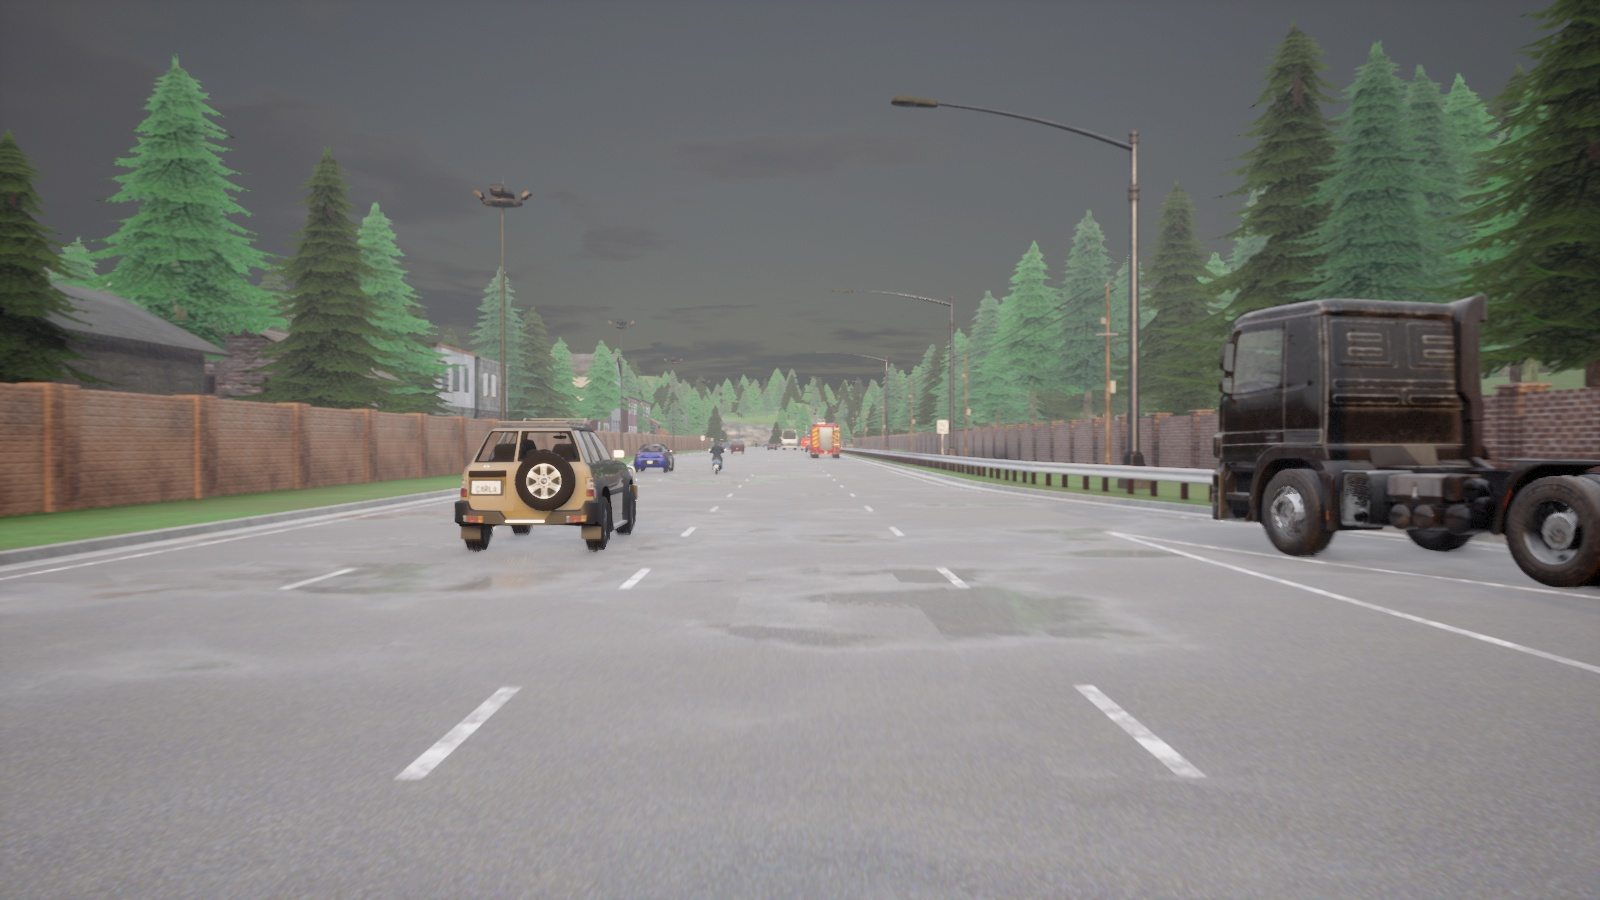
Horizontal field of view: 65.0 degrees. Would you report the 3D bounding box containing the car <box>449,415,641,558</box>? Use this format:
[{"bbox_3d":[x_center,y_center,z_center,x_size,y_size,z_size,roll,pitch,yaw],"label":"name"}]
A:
[{"bbox_3d":[-3.603,0.457,18.590,1.932,1.855,4.605,0,0,0],"label":"car"}]

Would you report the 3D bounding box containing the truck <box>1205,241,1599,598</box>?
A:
[{"bbox_3d":[8.440,-0.311,14.562,2.891,3.462,7.936,0,0,-20],"label":"truck"}]

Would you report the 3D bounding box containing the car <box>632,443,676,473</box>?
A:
[{"bbox_3d":[-7.474,0.395,64.716,1.816,1.474,4.193,0,0,0],"label":"car"}]
